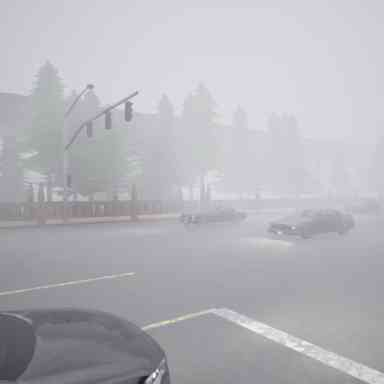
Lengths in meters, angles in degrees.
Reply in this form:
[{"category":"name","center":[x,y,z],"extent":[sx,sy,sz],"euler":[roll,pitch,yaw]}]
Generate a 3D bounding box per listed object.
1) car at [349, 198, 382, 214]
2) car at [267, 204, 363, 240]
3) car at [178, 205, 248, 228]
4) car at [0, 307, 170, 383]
[{"category":"car","center":[17.376,1.438,33.684],"extent":[4.892,1.490,1.837],"euler":[0,0,-36]},{"category":"car","center":[6.263,1.520,17.103],"extent":[5.357,1.411,2.033],"euler":[0,0,-36]},{"category":"car","center":[1.407,1.577,22.236],"extent":[4.718,1.301,1.895],"euler":[0,0,-36]},{"category":"car","center":[-2.405,1.491,2.051],"extent":[4.902,1.511,2.128],"euler":[0,0,-35]}]
